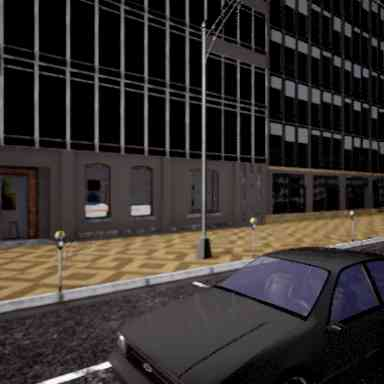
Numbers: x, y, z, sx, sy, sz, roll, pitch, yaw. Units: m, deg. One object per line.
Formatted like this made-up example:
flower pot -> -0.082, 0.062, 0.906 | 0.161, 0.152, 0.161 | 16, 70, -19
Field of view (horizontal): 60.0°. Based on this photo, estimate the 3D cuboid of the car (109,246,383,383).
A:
car -> 1.695, 1.535, 4.587 | 5.357, 1.411, 2.033 | 0, 0, -36
